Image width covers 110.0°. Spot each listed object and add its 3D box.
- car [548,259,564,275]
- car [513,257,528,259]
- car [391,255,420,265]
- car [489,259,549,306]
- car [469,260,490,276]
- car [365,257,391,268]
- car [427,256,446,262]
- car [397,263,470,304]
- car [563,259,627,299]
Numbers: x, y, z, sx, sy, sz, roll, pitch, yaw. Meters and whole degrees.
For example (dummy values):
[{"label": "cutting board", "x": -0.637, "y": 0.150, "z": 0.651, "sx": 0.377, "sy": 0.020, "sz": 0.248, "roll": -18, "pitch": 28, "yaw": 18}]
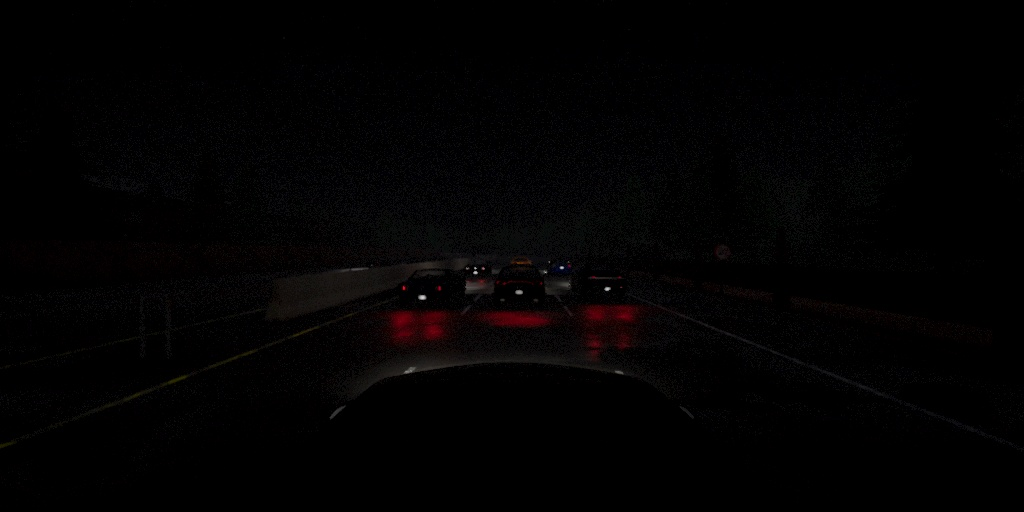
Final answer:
[{"label": "car", "x": 4.277, "y": 0.943, "z": 32.369, "sx": 1.994, "sy": 1.385, "sz": 4.181, "roll": 0, "pitch": 1, "yaw": 2}, {"label": "car", "x": 0.807, "y": 0.832, "z": 33.462, "sx": 1.882, "sy": 1.535, "sz": 5.008, "roll": 0, "pitch": 1, "yaw": 2}, {"label": "car", "x": -13.061, "y": 0.651, "z": 45.514, "sx": 2.128, "sy": 1.511, "sz": 4.902, "roll": 0, "pitch": 1, "yaw": 2}, {"label": "car", "x": 0.319, "y": 1.064, "z": 14.845, "sx": 1.882, "sy": 1.535, "sz": 5.008, "roll": 0, "pitch": 1, "yaw": 2}, {"label": "car", "x": -2.784, "y": 0.983, "z": 30.335, "sx": 1.895, "sy": 1.301, "sz": 4.718, "roll": 0, "pitch": 1, "yaw": 2}, {"label": "car", "x": -16.584, "y": 0.758, "z": 44.785, "sx": 1.895, "sy": 1.301, "sz": 4.718, "roll": 0, "pitch": 1, "yaw": 2}, {"label": "car", "x": -9.550, "y": 0.731, "z": 45.807, "sx": 1.994, "sy": 1.385, "sz": 4.181, "roll": 0, "pitch": 1, "yaw": 2}, {"label": "car", "x": -3.172, "y": 1.172, "z": 15.174, "sx": 1.895, "sy": 1.301, "sz": 4.718, "roll": 0, "pitch": 1, "yaw": 2}, {"label": "car", "x": 3.873, "y": 1.066, "z": 16.673, "sx": 2.128, "sy": 1.511, "sz": 4.902, "roll": 0, "pitch": 1, "yaw": 2}]
